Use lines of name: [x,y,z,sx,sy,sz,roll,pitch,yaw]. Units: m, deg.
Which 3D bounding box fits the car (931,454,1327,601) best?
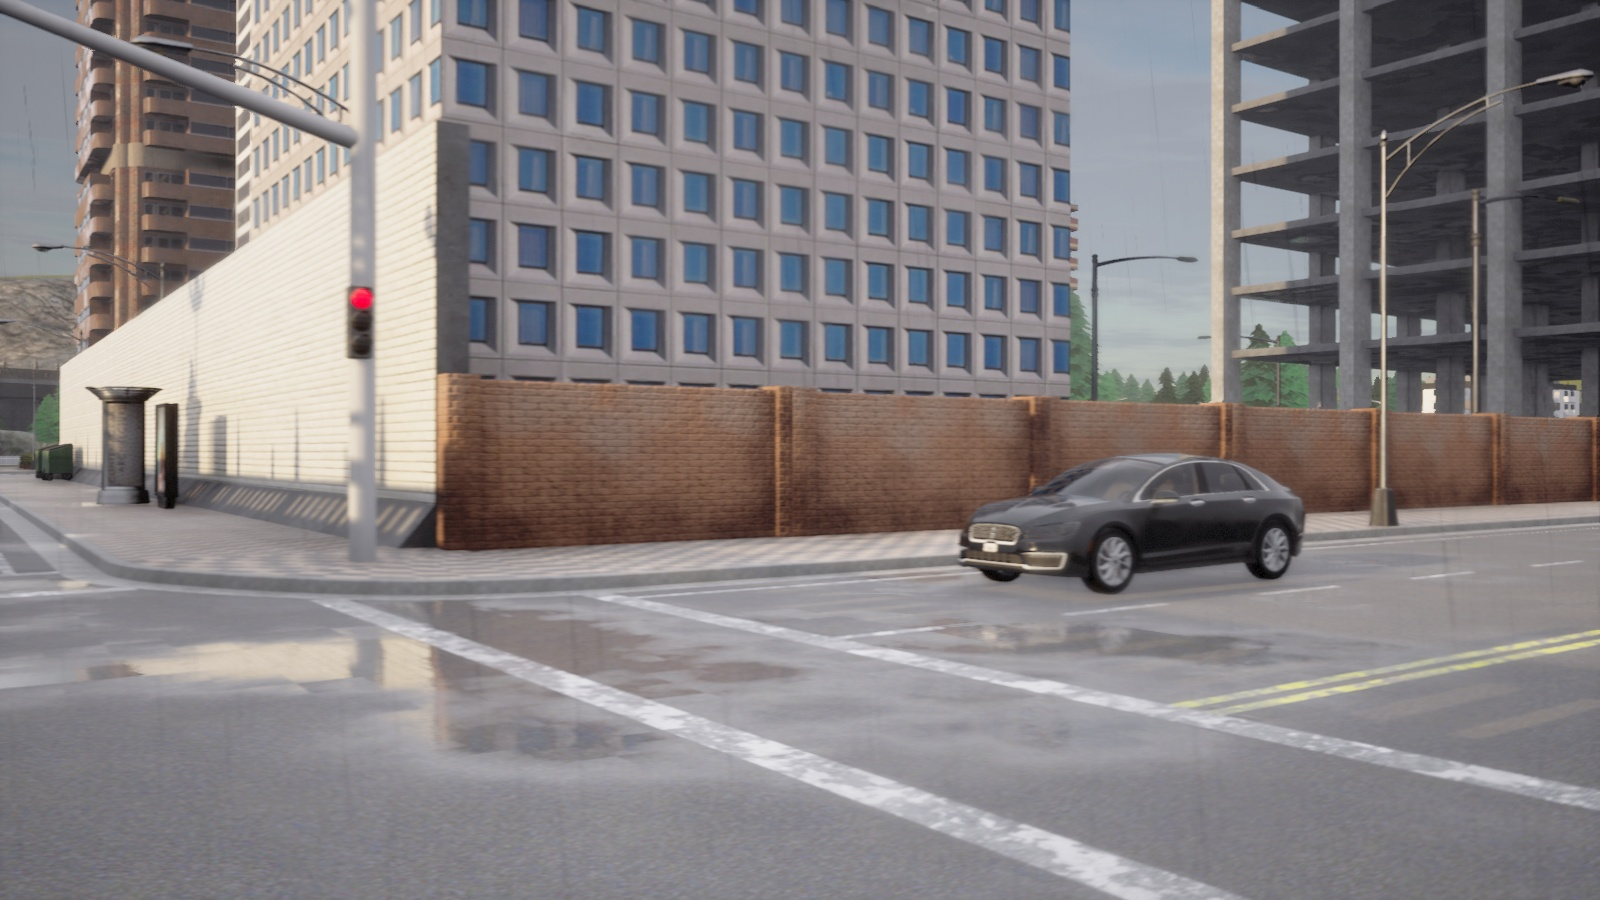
car: [4.028,0.798,14.991,4.892,1.490,1.837,0,0,-35]
